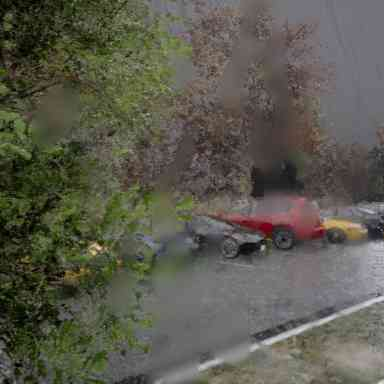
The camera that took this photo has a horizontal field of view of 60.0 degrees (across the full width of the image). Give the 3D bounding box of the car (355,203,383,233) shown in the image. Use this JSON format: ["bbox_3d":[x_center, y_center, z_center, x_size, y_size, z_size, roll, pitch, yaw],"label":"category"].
[{"bbox_3d":[7.669,1.505,17.897,4.892,1.521,2.231,-1,0,34],"label":"car"}]

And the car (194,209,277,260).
[{"bbox_3d":[0.453,1.533,12.682,4.792,1.488,2.163,-1,-1,34],"label":"car"}]

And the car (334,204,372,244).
[{"bbox_3d":[5.416,1.499,16.061,5.366,1.575,1.946,-1,-1,34],"label":"car"}]

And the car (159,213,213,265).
[{"bbox_3d":[-2.021,1.534,10.980,4.792,1.488,2.163,-1,-1,34],"label":"car"}]

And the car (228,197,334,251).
[{"bbox_3d":[2.820,1.253,14.442,5.566,2.045,2.435,-1,-1,34],"label":"car"}]
